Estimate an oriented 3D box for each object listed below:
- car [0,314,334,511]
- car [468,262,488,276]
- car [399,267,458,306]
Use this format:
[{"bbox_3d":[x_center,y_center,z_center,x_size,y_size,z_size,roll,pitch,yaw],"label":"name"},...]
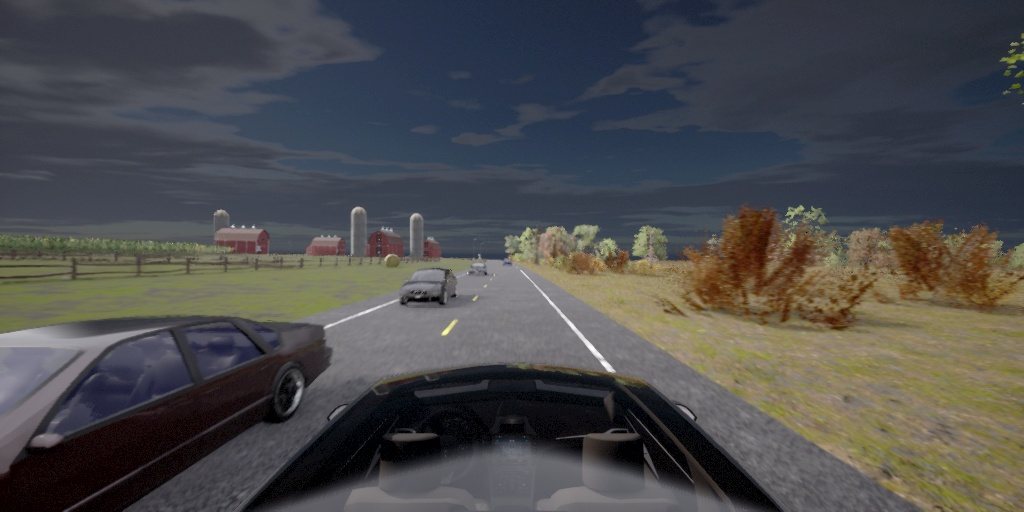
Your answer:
[{"bbox_3d":[-3.597,1.288,3.058,2.033,1.411,5.357,0,0,0],"label":"car"},{"bbox_3d":[-3.710,1.408,39.972,1.812,1.442,4.674,0,0,-1],"label":"car"},{"bbox_3d":[-3.605,1.289,16.169,1.837,1.490,4.892,0,0,0],"label":"car"}]
